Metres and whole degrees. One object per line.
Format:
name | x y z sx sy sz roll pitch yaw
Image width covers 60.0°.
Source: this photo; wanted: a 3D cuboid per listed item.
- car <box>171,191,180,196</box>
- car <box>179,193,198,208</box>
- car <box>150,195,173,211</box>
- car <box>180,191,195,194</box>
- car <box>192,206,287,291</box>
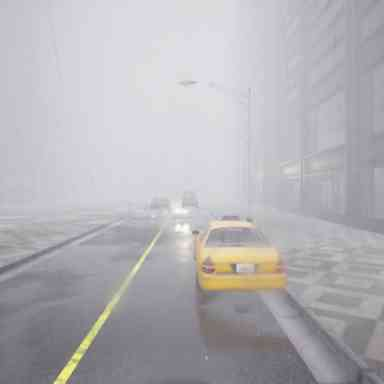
car | -3.662 0.633 77.719 1.837 1.490 4.892 0 0 0
car | -0.260 1.214 41.560 1.994 1.385 4.181 0 0 -1
car | -3.402 1.259 36.142 1.994 1.385 4.181 0 0 0
car | -0.456 0.773 53.471 2.150 2.045 5.566 0 0 0
car | 0.974 1.381 8.788 1.801 1.575 5.366 0 0 0
